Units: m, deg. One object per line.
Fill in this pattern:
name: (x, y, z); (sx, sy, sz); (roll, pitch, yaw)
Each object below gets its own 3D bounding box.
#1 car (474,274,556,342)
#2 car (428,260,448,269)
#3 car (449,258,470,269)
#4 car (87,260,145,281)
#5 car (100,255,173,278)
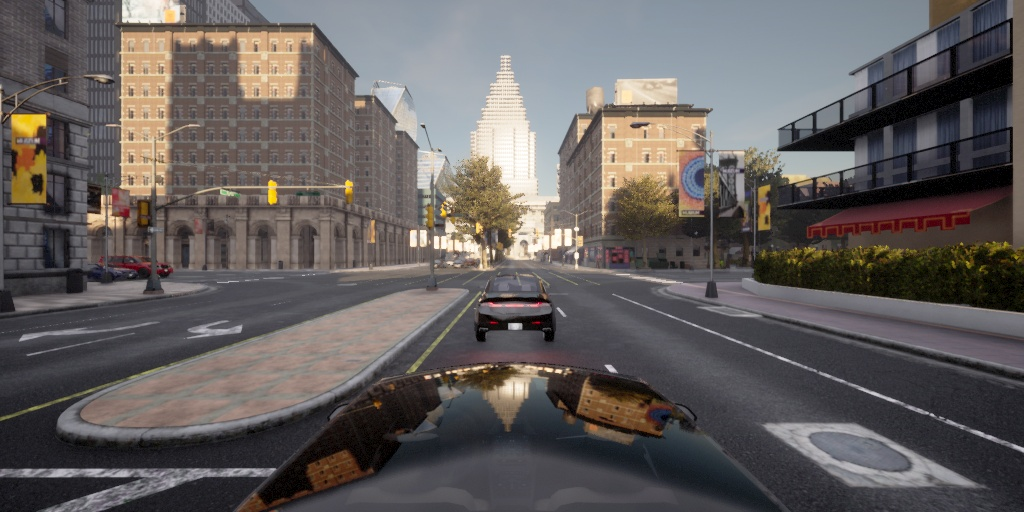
car: (0.080, 1.241, 9.827); (2.128, 1.511, 4.902); (0, 0, 0)
car: (-11.562, 1.275, 55.242); (1.812, 1.442, 4.674); (0, 0, 0)
car: (-8.061, 1.275, 55.265); (1.812, 1.442, 4.674); (0, 0, 0)
car: (-33.439, 1.276, 29.249); (4.674, 1.442, 1.812); (0, 0, 0)
car: (-34.439, 0.972, 32.738); (5.566, 2.045, 2.150); (0, 0, -2)
